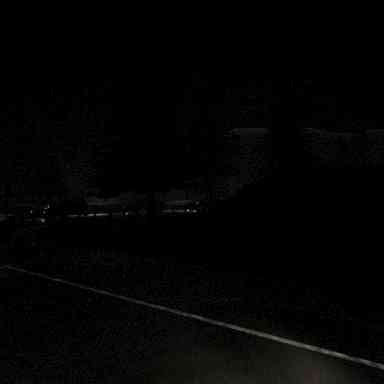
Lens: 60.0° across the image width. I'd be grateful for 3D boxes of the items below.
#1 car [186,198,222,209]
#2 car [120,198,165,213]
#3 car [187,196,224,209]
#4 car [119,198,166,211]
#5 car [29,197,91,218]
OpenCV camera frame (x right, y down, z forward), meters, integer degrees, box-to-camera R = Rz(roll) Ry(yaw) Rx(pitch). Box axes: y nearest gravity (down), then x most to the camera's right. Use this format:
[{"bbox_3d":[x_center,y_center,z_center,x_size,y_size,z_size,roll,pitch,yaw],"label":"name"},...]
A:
[{"bbox_3d":[1.668,1.514,45.751,4.718,1.301,1.895,0,0,-35],"label":"car"},{"bbox_3d":[-5.147,1.406,35.766,4.902,1.511,2.128,0,0,-42],"label":"car"},{"bbox_3d":[1.779,1.276,41.503,4.553,1.767,2.097,0,0,-35],"label":"car"},{"bbox_3d":[-5.898,1.448,39.863,5.357,1.411,2.033,0,0,-42],"label":"car"},{"bbox_3d":[-11.353,1.260,29.351,2.097,1.767,4.553,0,0,41],"label":"car"}]
